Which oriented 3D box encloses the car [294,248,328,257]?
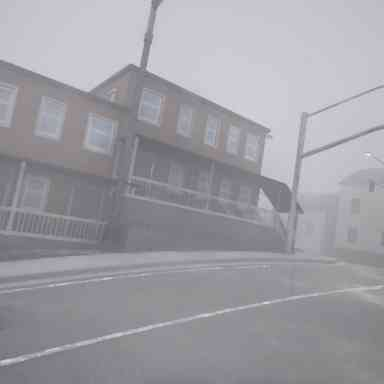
[{"bbox_3d":[9.696,5.693,29.284,1.812,1.442,4.674,14,-16,-34],"label":"car"}]
